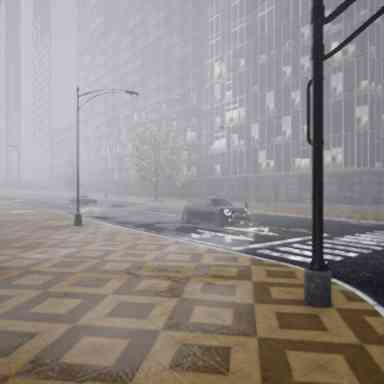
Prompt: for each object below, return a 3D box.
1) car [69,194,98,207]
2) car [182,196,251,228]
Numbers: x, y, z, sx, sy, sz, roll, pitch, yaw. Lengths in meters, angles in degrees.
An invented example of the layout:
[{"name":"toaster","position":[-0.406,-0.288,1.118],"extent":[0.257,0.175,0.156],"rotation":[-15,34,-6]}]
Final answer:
[{"name":"car","position":[-12.252,0.925,37.501],"extent":[1.895,1.301,4.718],"rotation":[0,1,-38]},{"name":"car","position":[1.400,1.082,20.149],"extent":[2.097,1.767,4.553],"rotation":[0,1,-38]}]
